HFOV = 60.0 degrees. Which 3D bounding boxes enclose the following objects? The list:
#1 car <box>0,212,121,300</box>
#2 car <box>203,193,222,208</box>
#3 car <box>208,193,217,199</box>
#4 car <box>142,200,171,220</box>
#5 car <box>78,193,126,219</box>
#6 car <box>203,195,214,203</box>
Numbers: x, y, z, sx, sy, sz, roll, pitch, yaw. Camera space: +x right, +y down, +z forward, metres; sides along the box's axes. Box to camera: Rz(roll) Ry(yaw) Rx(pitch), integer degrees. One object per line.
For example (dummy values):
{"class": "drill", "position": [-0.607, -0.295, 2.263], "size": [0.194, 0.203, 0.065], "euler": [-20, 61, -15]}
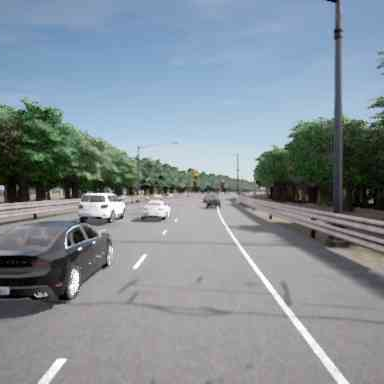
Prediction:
{"class": "car", "position": [-3.308, 1.466, 8.240], "size": [1.837, 1.490, 4.892], "euler": [0, 0, 1]}
{"class": "car", "position": [2.755, 1.288, 42.520], "size": [1.837, 1.490, 4.892], "euler": [0, 0, 4]}
{"class": "car", "position": [4.861, 0.944, 77.392], "size": [1.812, 1.442, 4.674], "euler": [0, 0, 8]}
{"class": "car", "position": [-2.775, 1.391, 26.282], "size": [1.812, 1.442, 4.674], "euler": [0, 0, 2]}
{"class": "car", "position": [-6.378, 1.097, 24.082], "size": [2.150, 2.045, 5.566], "euler": [0, 0, 2]}
{"class": "car", "position": [3.091, 1.244, 61.517], "size": [1.994, 1.385, 4.181], "euler": [0, 0, 6]}
